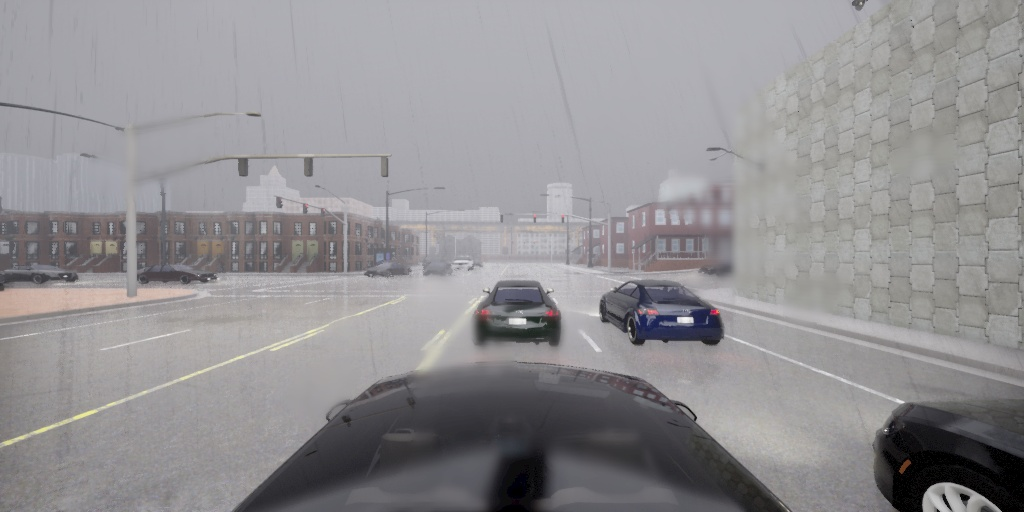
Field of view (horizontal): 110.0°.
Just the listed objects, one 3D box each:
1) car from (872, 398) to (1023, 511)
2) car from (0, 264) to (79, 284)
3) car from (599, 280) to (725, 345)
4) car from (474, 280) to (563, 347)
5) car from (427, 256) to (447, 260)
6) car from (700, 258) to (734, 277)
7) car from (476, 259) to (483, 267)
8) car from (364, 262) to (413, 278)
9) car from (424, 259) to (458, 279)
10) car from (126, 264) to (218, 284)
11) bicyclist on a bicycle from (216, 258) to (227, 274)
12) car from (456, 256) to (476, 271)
[{"bbox_3d":[3.584,1.255,0.624,1.837,1.490,4.892,0,0,1],"label":"car"},{"bbox_3d":[-34.853,1.314,26.410,4.181,1.385,1.994,0,0,1],"label":"car"},{"bbox_3d":[3.668,1.314,9.536,1.994,1.385,4.181,0,0,1],"label":"car"},{"bbox_3d":[0.164,1.314,9.377,1.994,1.385,4.181,0,0,1],"label":"car"},{"bbox_3d":[-10.035,0.971,47.986,2.150,2.045,5.566,0,0,1],"label":"car"},{"bbox_3d":[18.535,0.854,29.630,5.357,1.411,2.033,-5,0,1],"label":"car"},{"bbox_3d":[-6.300,1.297,64.183,2.033,1.411,5.357,0,0,1],"label":"car"},{"bbox_3d":[-11.525,1.297,33.887,2.033,1.411,5.357,0,0,17],"label":"car"},{"bbox_3d":[-6.716,1.297,33.453,2.033,1.411,5.357,0,0,1],"label":"car"},{"bbox_3d":[-24.888,1.297,26.319,5.357,1.411,2.033,0,0,0],"label":"car"},{"bbox_3d":[-30.389,1.053,37.354,0.582,1.620,1.656,0,0,1],"label":"bicyclist on a bicycle"},{"bbox_3d":[-6.533,0.968,48.345,2.150,2.045,5.566,0,0,1],"label":"car"}]
